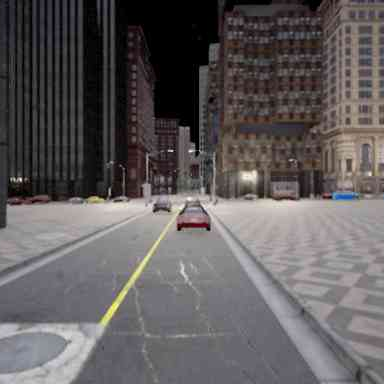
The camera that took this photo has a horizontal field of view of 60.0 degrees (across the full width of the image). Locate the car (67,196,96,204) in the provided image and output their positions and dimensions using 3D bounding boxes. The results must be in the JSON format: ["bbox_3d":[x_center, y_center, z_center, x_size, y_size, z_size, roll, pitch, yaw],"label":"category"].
[{"bbox_3d":[-20.781,1.669,61.377,4.403,1.369,2.008,-1,1,0],"label":"car"}]

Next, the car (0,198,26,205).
[{"bbox_3d":[-37.701,1.921,69.907,4.507,1.381,1.887,-1,1,0],"label":"car"}]

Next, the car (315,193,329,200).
[{"bbox_3d":[28.158,0.942,69.980,4.507,1.381,1.887,-1,1,0],"label":"car"}]

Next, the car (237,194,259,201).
[{"bbox_3d":[11.781,1.171,69.986,4.403,1.369,2.008,-1,1,0],"label":"car"}]

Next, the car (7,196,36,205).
[{"bbox_3d":[-32.068,1.844,61.381,4.507,1.381,1.887,-1,1,0],"label":"car"}]

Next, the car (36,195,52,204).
[{"bbox_3d":[-32.062,1.598,69.901,5.009,1.841,2.192,-1,1,0],"label":"car"}]

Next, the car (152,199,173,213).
[{"bbox_3d":[-3.014,1.438,34.977,2.033,1.411,5.357,0,0,0],"label":"car"}]

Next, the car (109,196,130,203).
[{"bbox_3d":[-15.127,1.581,69.900,4.313,1.339,1.947,-1,1,0],"label":"car"}]

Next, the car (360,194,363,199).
[{"bbox_3d":[33.616,0.877,69.979,4.403,1.369,2.008,-1,1,0],"label":"car"}]

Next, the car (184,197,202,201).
[{"bbox_3d":[0.107,1.370,39.534,2.128,1.511,4.902,0,0,0],"label":"car"}]

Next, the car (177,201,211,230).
[{"bbox_3d":[0.103,1.492,20.262,1.994,1.385,4.181,0,0,0],"label":"car"}]

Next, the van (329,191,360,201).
[{"bbox_3d":[28.143,0.754,61.453,3.998,1.788,1.690,-1,1,0],"label":"van"}]

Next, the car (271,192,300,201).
[{"bbox_3d":[17.223,0.875,61.456,5.009,1.841,2.192,-1,1,0],"label":"car"}]

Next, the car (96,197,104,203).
[{"bbox_3d":[-20.941,1.630,69.901,4.829,1.417,1.752,-1,1,0],"label":"car"}]
